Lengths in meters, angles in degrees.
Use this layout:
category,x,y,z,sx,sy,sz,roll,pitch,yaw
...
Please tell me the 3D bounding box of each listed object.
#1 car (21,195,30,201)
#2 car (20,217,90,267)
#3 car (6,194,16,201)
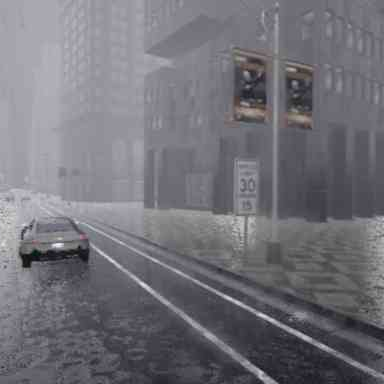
category,x,y,z,sx,sy,sz,roll,pitch,yaw
car,-39.737,1.478,79.534,1.895,1.301,4.718,0,0,-27
car,-4.872,1.539,11.592,1.994,1.385,4.181,0,0,-27
car,-42.644,1.493,78.080,1.895,1.301,4.718,0,0,-27
